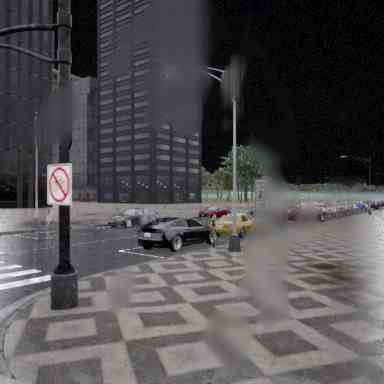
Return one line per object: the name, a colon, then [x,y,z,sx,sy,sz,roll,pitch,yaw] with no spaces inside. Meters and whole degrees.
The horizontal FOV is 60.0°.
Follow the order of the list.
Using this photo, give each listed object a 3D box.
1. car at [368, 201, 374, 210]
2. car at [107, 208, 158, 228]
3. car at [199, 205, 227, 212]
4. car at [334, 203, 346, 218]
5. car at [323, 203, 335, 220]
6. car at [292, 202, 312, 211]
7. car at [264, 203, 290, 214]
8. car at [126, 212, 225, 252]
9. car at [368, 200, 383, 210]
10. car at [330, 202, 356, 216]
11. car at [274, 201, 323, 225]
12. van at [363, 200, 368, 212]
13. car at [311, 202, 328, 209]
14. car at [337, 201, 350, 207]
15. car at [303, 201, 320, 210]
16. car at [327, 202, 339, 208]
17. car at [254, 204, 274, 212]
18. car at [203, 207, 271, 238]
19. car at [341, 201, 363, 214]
car: [28.922,2.592,56.235,2.008,1.369,4.403,-1,-2,35]
car: [-4.219,1.842,24.421,2.008,1.369,4.403,-1,-1,35]
car: [2.331,2.016,33.613,1.887,1.381,4.507,-1,-2,35]
car: [15.823,2.246,37.856,1.802,1.307,4.206,-1,-2,36]
car: [12.544,2.114,33.255,1.887,1.381,4.507,-1,-2,35]
car: [18.707,2.494,56.591,2.008,1.369,4.403,-1,-2,35]
car: [12.156,2.305,47.399,2.008,1.369,4.403,-1,-2,35]
car: [-0.557,1.775,14.872,1.947,1.339,4.313,-1,-2,35]
car: [35.473,2.539,65.433,2.192,1.841,5.009,-1,-2,35]
car: [19.095,2.304,42.447,1.887,1.381,4.507,-1,-2,35]
car: [9.268,1.791,28.665,2.192,1.841,5.009,-1,-2,35]
van: [25.646,2.289,51.644,1.690,1.788,3.998,-1,-2,35]
car: [25.258,2.673,65.783,1.887,1.381,4.507,-1,-2,35]
car: [38.360,3.037,84.166,2.008,1.369,4.403,-1,-1,35]
car: [21.982,2.476,61.189,1.967,1.590,4.097,-1,-2,35]
car: [31.809,2.891,74.974,1.802,1.307,4.206,-1,-2,35]
car: [8.881,2.210,42.804,2.008,1.369,4.403,-1,-2,35]
car: [2.816,1.824,19.606,1.752,1.417,4.829,-1,-2,35]
car: [22.370,2.294,47.046,1.967,1.590,4.097,-1,-2,35]
